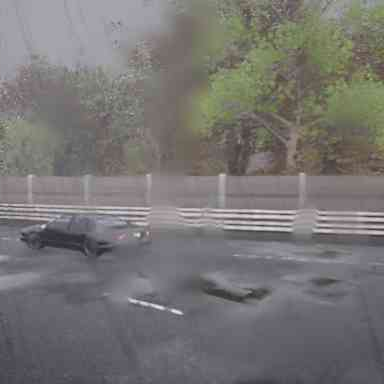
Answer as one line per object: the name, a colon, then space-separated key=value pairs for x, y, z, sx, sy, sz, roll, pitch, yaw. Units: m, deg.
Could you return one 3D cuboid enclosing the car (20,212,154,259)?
car: x=-3.969 y=1.458 z=12.201 sx=5.357 sy=1.411 sz=2.033 roll=0 pitch=0 yaw=31
